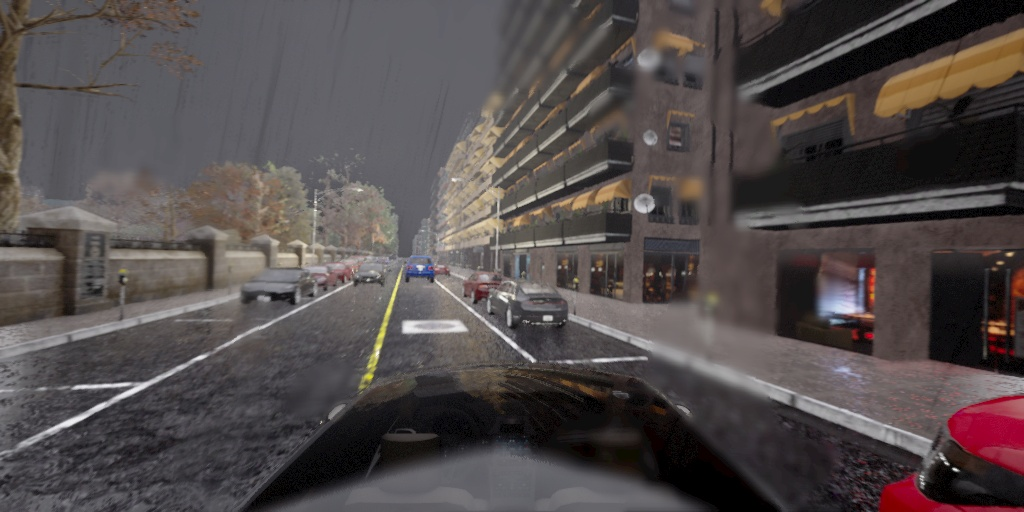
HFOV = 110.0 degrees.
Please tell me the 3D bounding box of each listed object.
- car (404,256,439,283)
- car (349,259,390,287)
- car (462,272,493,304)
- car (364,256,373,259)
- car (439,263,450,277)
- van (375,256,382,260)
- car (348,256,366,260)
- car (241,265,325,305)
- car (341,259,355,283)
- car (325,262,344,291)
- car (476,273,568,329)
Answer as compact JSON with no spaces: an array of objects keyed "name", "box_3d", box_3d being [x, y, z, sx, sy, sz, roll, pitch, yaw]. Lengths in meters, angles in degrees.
[{"name":"car","box_3d":[-7.486,1.026,28.992,2.150,2.045,5.566,2,0,-16]},{"name":"car","box_3d":[-9.230,1.183,23.684,1.837,1.490,4.892,2,-1,-16]},{"name":"car","box_3d":[-1.275,1.424,17.032,1.888,1.381,4.507,0,0,-16]},{"name":"car","box_3d":[-15.688,0.928,36.254,2.192,1.841,5.009,0,0,-16]},{"name":"car","box_3d":[-7.656,1.501,38.626,1.802,1.307,4.207,0,0,-16]},{"name":"van","box_3d":[-20.476,0.996,52.453,1.690,1.789,3.998,0,0,-16]},{"name":"car","box_3d":[-14.092,1.040,30.854,1.967,1.591,4.097,0,0,-16]},{"name":"car","box_3d":[-9.307,1.139,14.660,1.948,1.339,4.313,0,0,-16]},{"name":"car","box_3d":[-12.497,1.132,25.457,1.888,1.381,4.507,0,0,-16]},{"name":"car","box_3d":[-10.903,1.161,20.060,1.802,1.307,4.207,0,0,-16]},{"name":"car","box_3d":[0.320,1.423,11.632,2.007,1.370,4.403,0,0,-16]}]
